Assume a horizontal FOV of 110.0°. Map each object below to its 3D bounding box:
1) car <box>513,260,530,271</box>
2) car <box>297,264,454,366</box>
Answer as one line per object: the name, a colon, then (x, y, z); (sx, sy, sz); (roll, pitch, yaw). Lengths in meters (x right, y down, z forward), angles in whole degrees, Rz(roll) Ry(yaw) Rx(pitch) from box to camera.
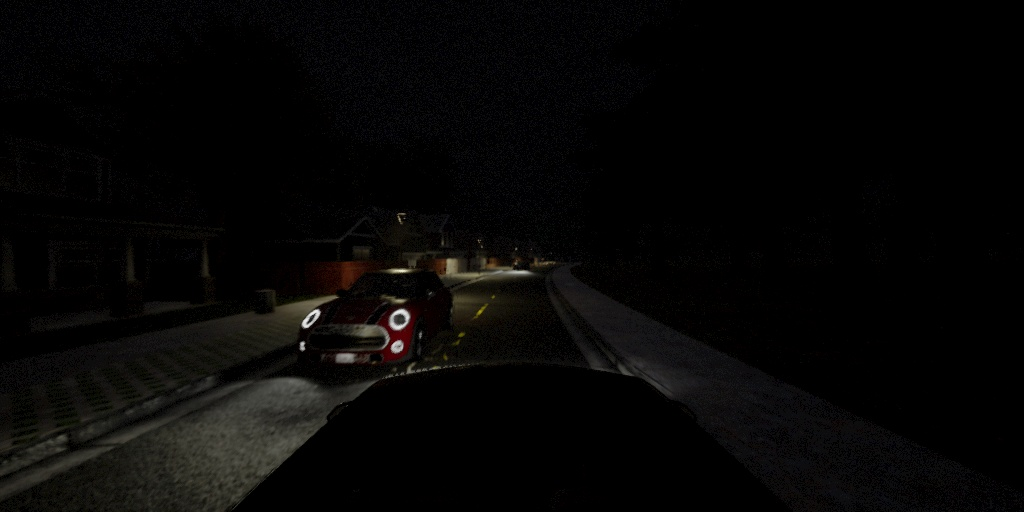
car: (1.411, 1.308, 51.543); (2.128, 1.511, 4.902); (0, 0, 10)
car: (-2.709, 1.107, 8.184); (2.097, 1.767, 4.553); (0, 0, 1)
